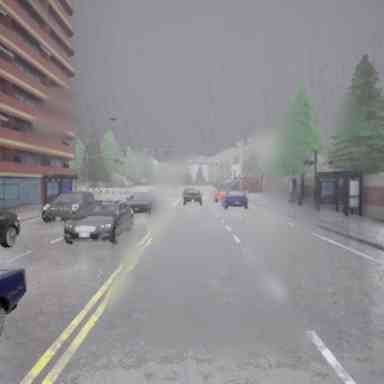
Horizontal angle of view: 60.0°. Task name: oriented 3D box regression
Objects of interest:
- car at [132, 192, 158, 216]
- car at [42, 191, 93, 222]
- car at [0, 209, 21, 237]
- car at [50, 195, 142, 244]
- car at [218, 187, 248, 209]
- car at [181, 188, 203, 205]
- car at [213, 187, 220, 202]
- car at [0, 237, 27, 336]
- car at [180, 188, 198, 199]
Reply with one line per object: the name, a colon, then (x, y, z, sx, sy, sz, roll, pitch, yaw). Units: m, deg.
car: (-3.563, 0.763, 23.882, 1.882, 1.535, 5.008, 0, 2, 0)
car: (-7.075, 0.764, 19.823, 2.097, 1.767, 4.553, 0, 2, 0)
car: (-7.087, 1.196, 10.023, 2.128, 1.511, 4.902, 0, 2, 0)
car: (-3.584, 1.087, 13.527, 2.128, 1.511, 4.902, 0, 2, 0)
car: (3.617, 0.606, 28.817, 1.882, 1.535, 5.008, 0, 2, 0)
car: (0.089, 0.475, 34.255, 1.837, 1.490, 4.892, 0, 2, 0)
car: (3.605, 0.205, 38.030, 2.097, 1.767, 4.553, 0, 2, 0)
car: (-3.590, 1.507, 3.135, 1.895, 1.301, 4.718, 0, 2, 0)
car: (-0.445, 0.155, 46.044, 2.033, 1.411, 5.357, 0, 2, -5)
